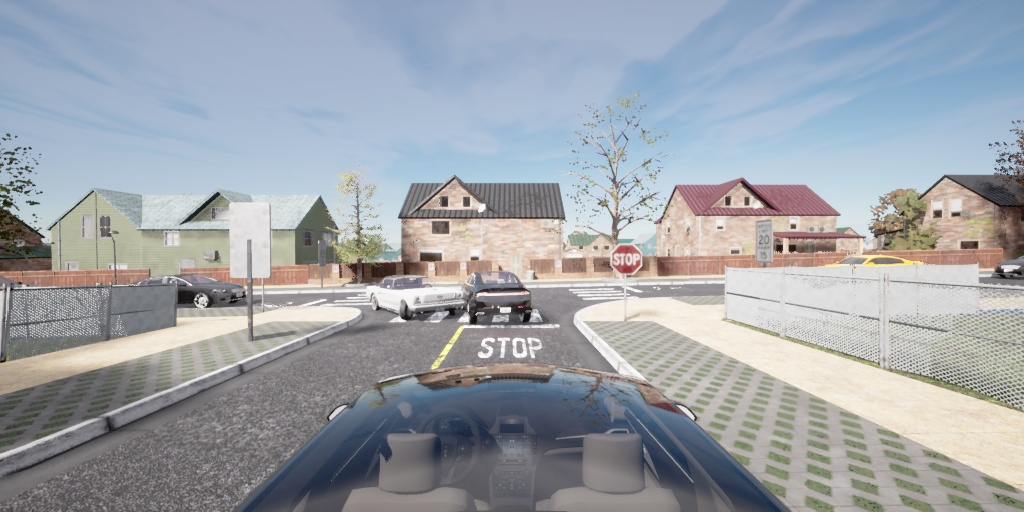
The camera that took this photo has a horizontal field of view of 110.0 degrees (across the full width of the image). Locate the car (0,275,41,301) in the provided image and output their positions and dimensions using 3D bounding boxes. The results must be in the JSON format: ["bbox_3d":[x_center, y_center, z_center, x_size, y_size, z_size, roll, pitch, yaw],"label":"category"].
[{"bbox_3d":[-24.232,1.648,16.317,4.553,1.767,2.097,-1,1,0],"label":"car"}]

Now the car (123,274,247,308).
[{"bbox_3d":[-14.895,1.566,16.353,4.902,1.511,2.128,-1,1,0],"label":"car"}]

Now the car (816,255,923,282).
[{"bbox_3d":[19.151,0.705,19.424,5.008,1.535,1.882,-1,1,0],"label":"car"}]

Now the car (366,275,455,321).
[{"bbox_3d":[-3.597,1.368,12.852,1.895,1.301,4.718,0,0,-38],"label":"car"}]

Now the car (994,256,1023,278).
[{"bbox_3d":[29.394,0.478,19.458,4.902,1.511,2.128,-1,1,0],"label":"car"}]

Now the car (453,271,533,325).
[{"bbox_3d":[-0.680,1.242,11.991,2.128,1.511,4.902,0,0,-12],"label":"car"}]
